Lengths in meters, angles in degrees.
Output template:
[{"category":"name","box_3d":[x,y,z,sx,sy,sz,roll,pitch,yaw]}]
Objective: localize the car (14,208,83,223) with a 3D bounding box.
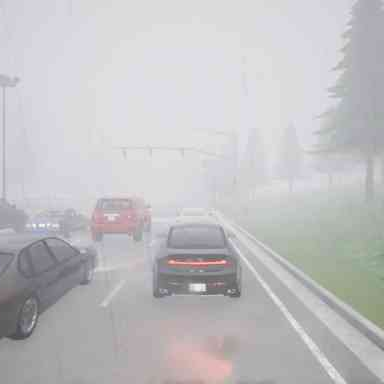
[{"category":"car","box_3d":[-6.856,1.547,17.450,2.033,1.411,5.357,0,0,-2]}]

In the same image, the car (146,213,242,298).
[{"category":"car","box_3d":[0.106,1.505,8.521,1.837,1.490,4.892,0,0,0]}]

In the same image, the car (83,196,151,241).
[{"category":"car","box_3d":[-3.388,1.222,16.715,2.150,2.045,5.566,0,0,0]}]

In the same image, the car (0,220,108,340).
[{"category":"car","box_3d":[-3.398,1.547,6.467,2.033,1.411,5.357,0,0,0]}]

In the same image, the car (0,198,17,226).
[{"category":"car","box_3d":[-10.390,1.222,16.558,2.150,2.045,5.566,0,0,0]}]

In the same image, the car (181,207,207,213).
[{"category":"car","box_3d":[0.111,1.526,17.600,1.812,1.442,4.674,0,0,0]}]
